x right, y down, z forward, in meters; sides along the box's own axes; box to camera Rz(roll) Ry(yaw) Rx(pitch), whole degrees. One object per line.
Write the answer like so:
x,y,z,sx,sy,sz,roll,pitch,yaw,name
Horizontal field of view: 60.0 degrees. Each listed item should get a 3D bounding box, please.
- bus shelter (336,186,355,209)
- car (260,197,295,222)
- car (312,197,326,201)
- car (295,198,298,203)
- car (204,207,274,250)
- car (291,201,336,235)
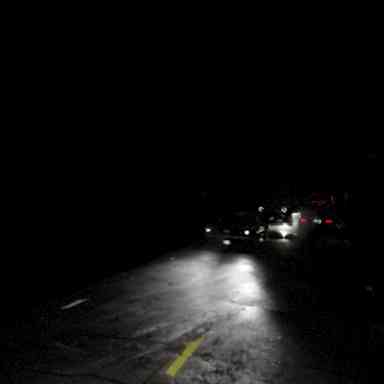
19.652,0.693,42.835,1.920,2.740,3.880,2,2,21,bus shelter
6.309,1.198,25.031,2.097,1.767,4.553,1,1,21,car
17.532,1.369,45.828,1.895,1.301,4.718,1,1,21,car
10.304,1.302,35.213,1.837,1.490,4.892,1,0,22,car
2.051,1.501,14.080,1.895,1.301,4.718,1,1,21,car
6.942,1.457,18.519,2.033,1.411,5.357,1,0,21,car
